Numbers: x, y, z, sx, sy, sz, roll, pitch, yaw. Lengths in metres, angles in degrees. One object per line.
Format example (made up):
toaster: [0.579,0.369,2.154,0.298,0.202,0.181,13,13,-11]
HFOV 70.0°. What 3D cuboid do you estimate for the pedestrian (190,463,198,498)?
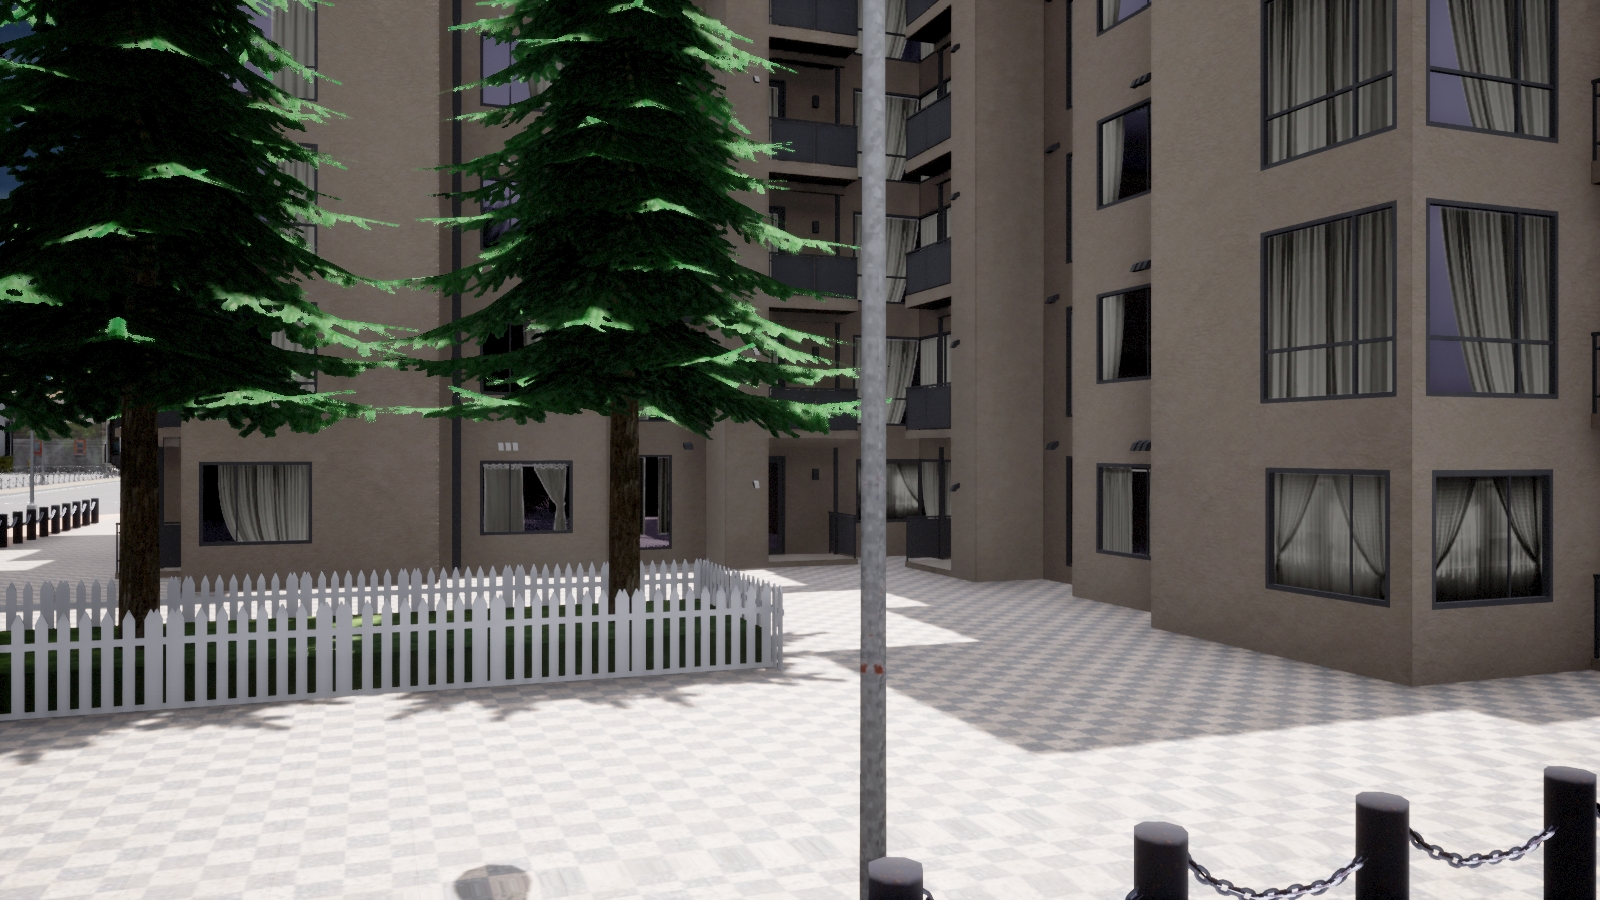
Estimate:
pedestrian: [-33.292,1.671,62.763,0.375,1.860,0.375,0,0,-25]
